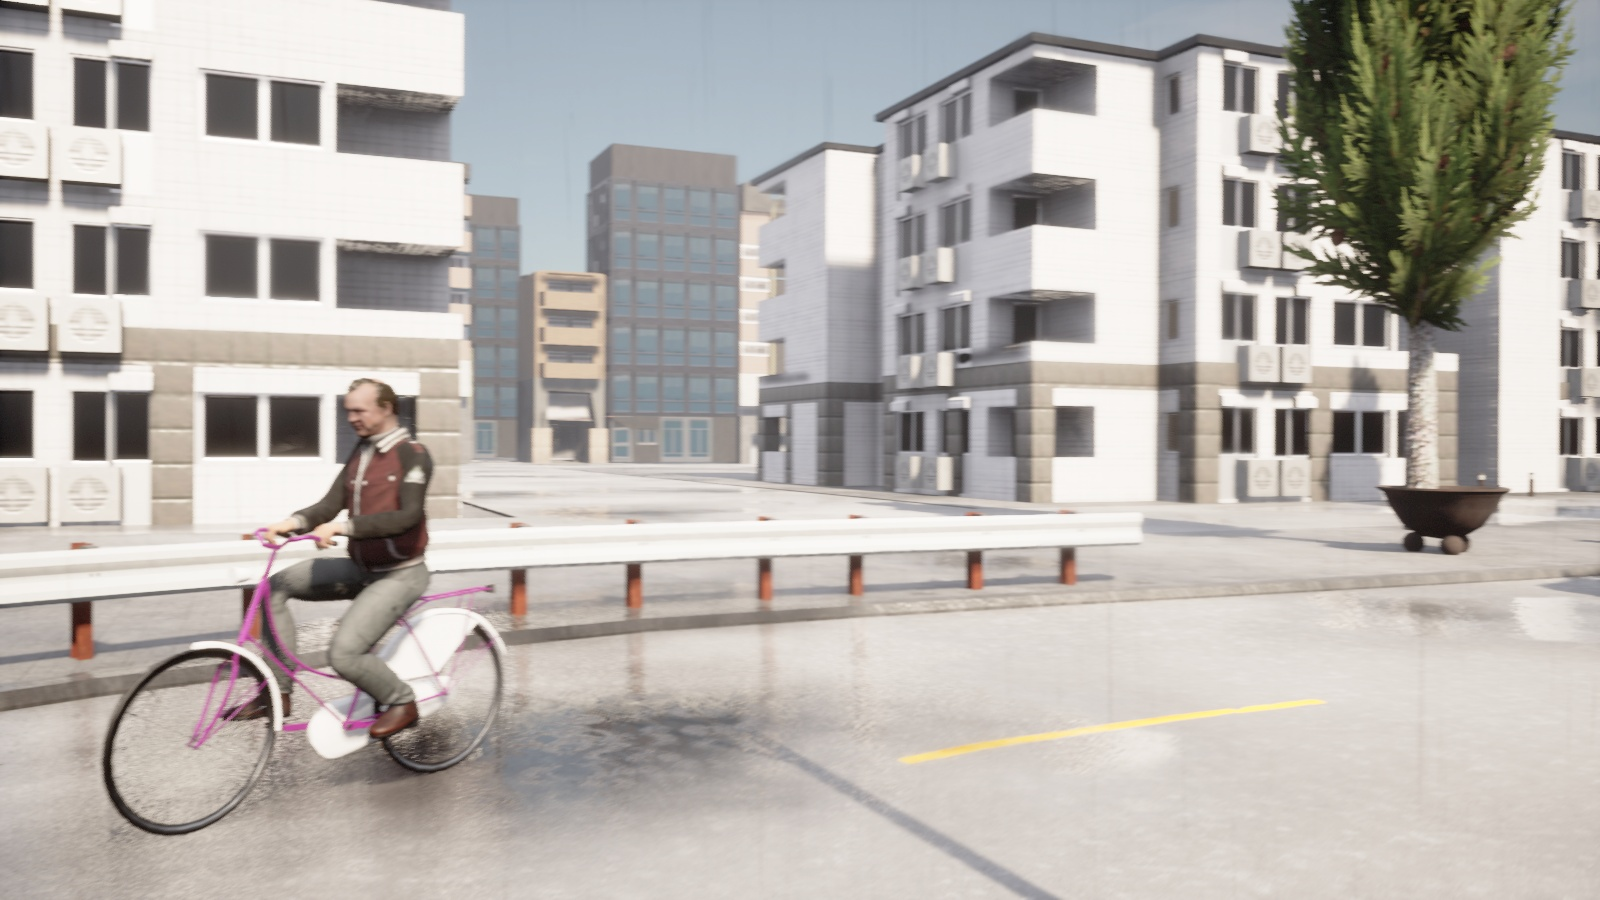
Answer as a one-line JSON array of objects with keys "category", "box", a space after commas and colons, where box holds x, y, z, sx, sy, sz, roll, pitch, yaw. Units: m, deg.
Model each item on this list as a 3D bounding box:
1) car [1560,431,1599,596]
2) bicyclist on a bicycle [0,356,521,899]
[{"category": "car", "box": [9.851, 0.632, 12.596, 3.988, 1.617, 1.851, 0, 0, -24]}, {"category": "bicyclist on a bicycle", "box": [-2.064, 0.575, 5.019, 0.659, 1.776, 1.843, 2, 1, 36]}]
